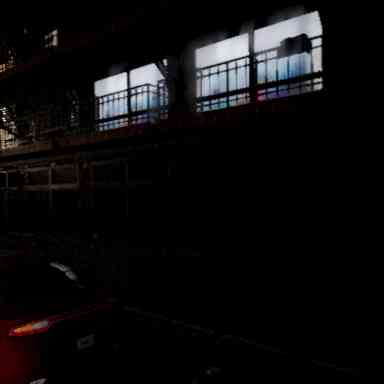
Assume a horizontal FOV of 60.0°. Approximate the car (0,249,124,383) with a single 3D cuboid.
[{"bbox_3d":[-3.003,1.545,5.028,4.507,1.381,1.887,0,-1,35],"label":"car"}]
